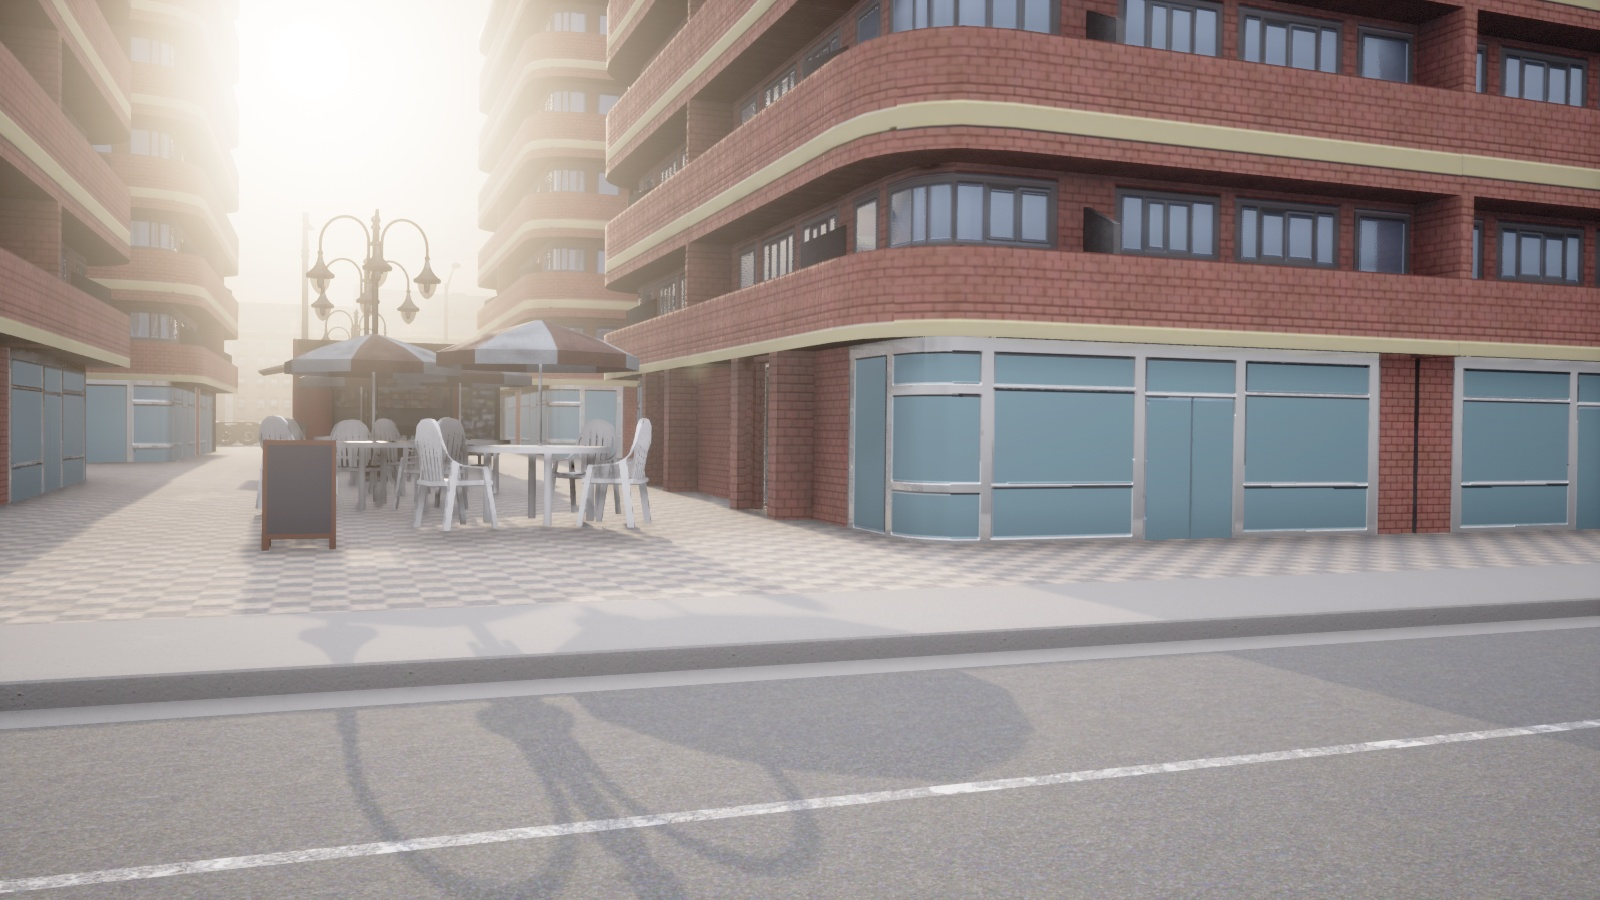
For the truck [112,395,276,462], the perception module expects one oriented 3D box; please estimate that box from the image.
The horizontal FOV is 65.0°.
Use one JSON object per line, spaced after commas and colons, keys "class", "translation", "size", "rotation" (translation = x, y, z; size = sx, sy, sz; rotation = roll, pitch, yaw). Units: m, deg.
{"class": "truck", "translation": [-33.850, -1.241, 70.484], "size": [7.936, 3.462, 2.891], "rotation": [-2, 1, -21]}
